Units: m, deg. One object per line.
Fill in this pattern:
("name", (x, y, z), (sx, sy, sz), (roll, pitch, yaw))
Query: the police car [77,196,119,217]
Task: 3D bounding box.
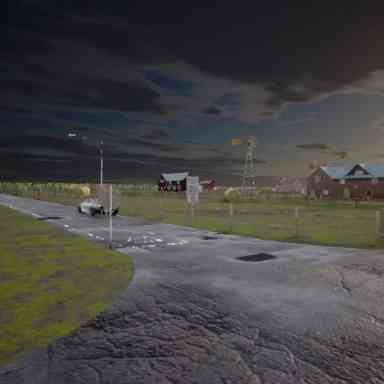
("police car", (-7.740, 1.128, 26.794), (2.038, 1.542, 4.974), (1, 0, -36))
